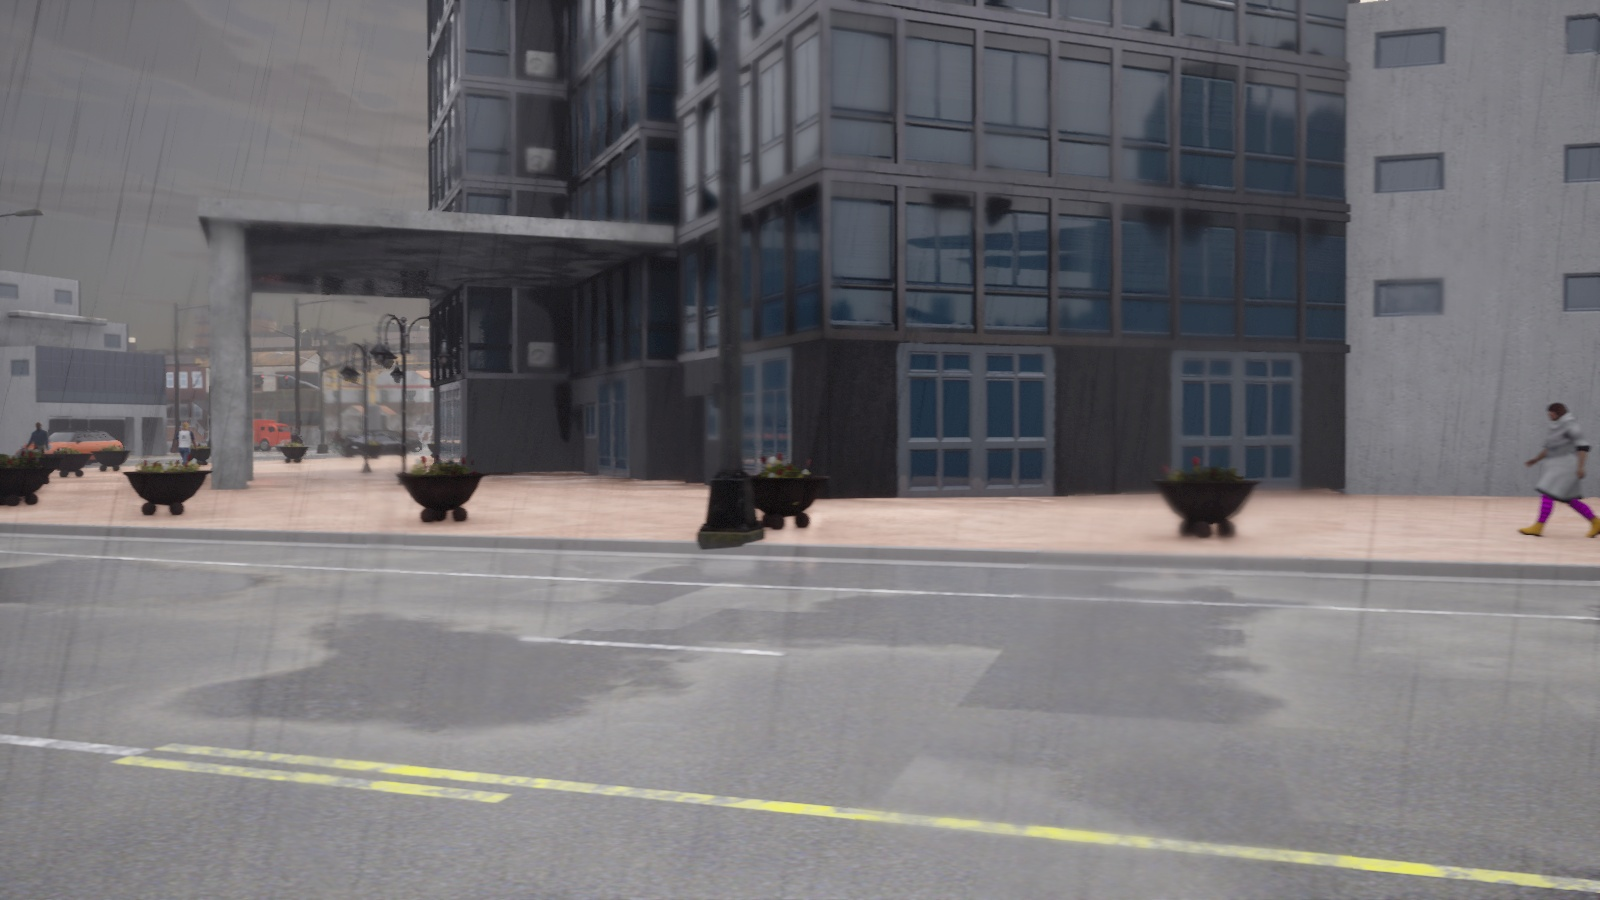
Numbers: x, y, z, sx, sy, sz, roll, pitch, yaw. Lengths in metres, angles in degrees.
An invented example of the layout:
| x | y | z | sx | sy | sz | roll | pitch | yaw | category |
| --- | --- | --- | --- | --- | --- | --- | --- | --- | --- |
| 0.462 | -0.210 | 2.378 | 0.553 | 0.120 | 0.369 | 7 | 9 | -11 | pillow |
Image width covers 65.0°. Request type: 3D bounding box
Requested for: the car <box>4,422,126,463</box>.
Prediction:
| x | y | z | sx | sy | sz | roll | pitch | yaw | category |
| --- | --- | --- | --- | --- | --- | --- | --- | --- | --- |
| -33.372 | -0.355 | 57.173 | 2.097 | 1.767 | 4.553 | 1 | 1 | 18 | car |

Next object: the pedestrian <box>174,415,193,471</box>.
| x | y | z | sx | sy | sz | roll | pitch | yaw | category |
| --- | --- | --- | --- | --- | --- | --- | --- | --- | --- |
| -20.363 | -0.231 | 41.473 | 0.354 | 1.836 | 0.706 | 0 | 1 | -8 | pedestrian |

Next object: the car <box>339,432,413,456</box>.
| x | y | z | sx | sy | sz | roll | pitch | yaw | category |
| --- | --- | --- | --- | --- | --- | --- | --- | --- | --- |
| -24.637 | -0.372 | 73.124 | 1.994 | 1.385 | 4.181 | 1 | 1 | 17 | car |

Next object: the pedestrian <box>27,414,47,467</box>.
| x | y | z | sx | sy | sz | roll | pitch | yaw | category |
| --- | --- | --- | --- | --- | --- | --- | --- | --- | --- |
| -26.688 | -0.331 | 43.953 | 0.370 | 1.835 | 0.726 | 0 | 1 | -12 | pedestrian |

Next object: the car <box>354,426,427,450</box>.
| x | y | z | sx | sy | sz | roll | pitch | yaw | category |
| --- | --- | --- | --- | --- | --- | --- | --- | --- | --- |
| -29.596 | -0.893 | 90.796 | 4.611 | 1.667 | 2.242 | 0 | 1 | 17 | car |

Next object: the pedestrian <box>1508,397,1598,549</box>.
| x | y | z | sx | sy | sz | roll | pitch | yaw | category |
| --- | --- | --- | --- | --- | --- | --- | --- | --- | --- |
| 9.918 | 0.285 | 16.568 | 0.873 | 1.952 | 0.659 | 1 | 1 | 20 | pedestrian |
